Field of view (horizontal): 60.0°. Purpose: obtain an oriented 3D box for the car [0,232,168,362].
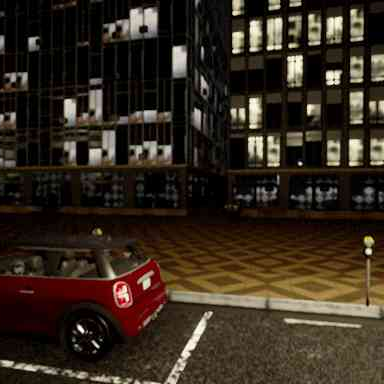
[{"bbox_3d":[-2.585,1.443,5.612,4.097,1.590,1.967,0,0,14],"label":"car"}]
